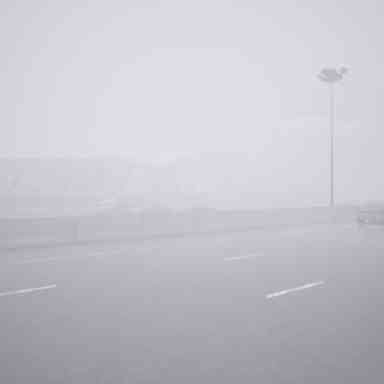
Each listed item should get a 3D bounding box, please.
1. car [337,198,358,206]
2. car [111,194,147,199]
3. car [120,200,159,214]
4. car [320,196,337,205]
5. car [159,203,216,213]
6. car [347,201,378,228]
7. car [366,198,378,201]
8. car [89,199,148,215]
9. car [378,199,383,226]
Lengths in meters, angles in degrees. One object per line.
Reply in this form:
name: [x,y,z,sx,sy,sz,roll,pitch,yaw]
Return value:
car: [27.257,1.703,57.552,1.895,1.301,4.718,0,0,42]
car: [-6.941,1.260,33.437,5.566,2.045,2.150,0,0,-36]
car: [-3.326,1.598,27.422,4.181,1.385,1.994,0,0,-36]
car: [24.968,1.455,60.289,2.097,1.767,4.553,0,0,42]
car: [-0.024,1.598,25.482,4.181,1.385,1.994,0,0,-36]
car: [12.412,1.530,21.198,4.902,1.511,2.128,0,0,-36]
car: [29.970,1.701,55.340,1.895,1.301,4.718,0,0,42]
car: [-6.284,1.582,29.602,5.357,1.411,2.033,0,0,-36]
car: [11.818,1.254,16.474,5.566,2.045,2.150,0,0,-36]
